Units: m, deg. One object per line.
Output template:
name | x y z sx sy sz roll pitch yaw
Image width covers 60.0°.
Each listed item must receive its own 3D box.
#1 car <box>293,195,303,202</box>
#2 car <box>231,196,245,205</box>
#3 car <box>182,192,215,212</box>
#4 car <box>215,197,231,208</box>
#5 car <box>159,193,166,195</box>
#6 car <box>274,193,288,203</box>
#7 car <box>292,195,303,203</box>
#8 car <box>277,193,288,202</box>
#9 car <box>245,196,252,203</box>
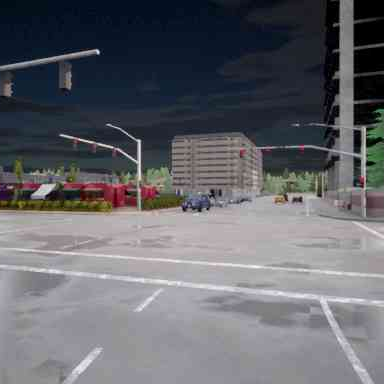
car | 24.742 1.525 77.344 2.128 1.511 4.902 0 0 19
car | 7.583 1.490 59.749 2.128 1.511 4.902 0 0 19
car | 0.597 1.221 39.317 2.150 2.045 5.566 0 0 19
car | 3.873 1.601 48.933 1.895 1.301 4.718 0 0 19
car | -7.964 1.209 81.445 4.605 1.855 1.932 0 0 19
car | 18.236 1.478 69.005 1.882 1.535 5.008 0 0 19
car | 21.449 1.478 67.601 1.882 1.535 5.008 0 0 19
car | 21.547 1.225 78.822 2.150 2.045 5.566 0 0 19
car | 11.672 1.536 71.535 2.033 1.411 5.357 0 0 19
